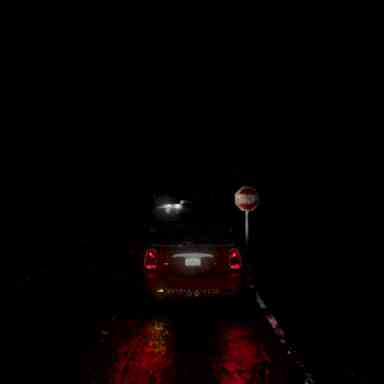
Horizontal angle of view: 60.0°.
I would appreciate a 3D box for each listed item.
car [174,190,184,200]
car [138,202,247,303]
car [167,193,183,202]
[{"bbox_3d":[-2.770,0.692,67.124,2.150,2.045,5.566,0,1,0],"label":"car"},{"bbox_3d":[-0.006,1.289,8.244,2.097,1.767,4.553,0,0,-1],"label":"car"},{"bbox_3d":[-2.839,1.200,51.434,1.895,1.301,4.718,0,0,0],"label":"car"}]
